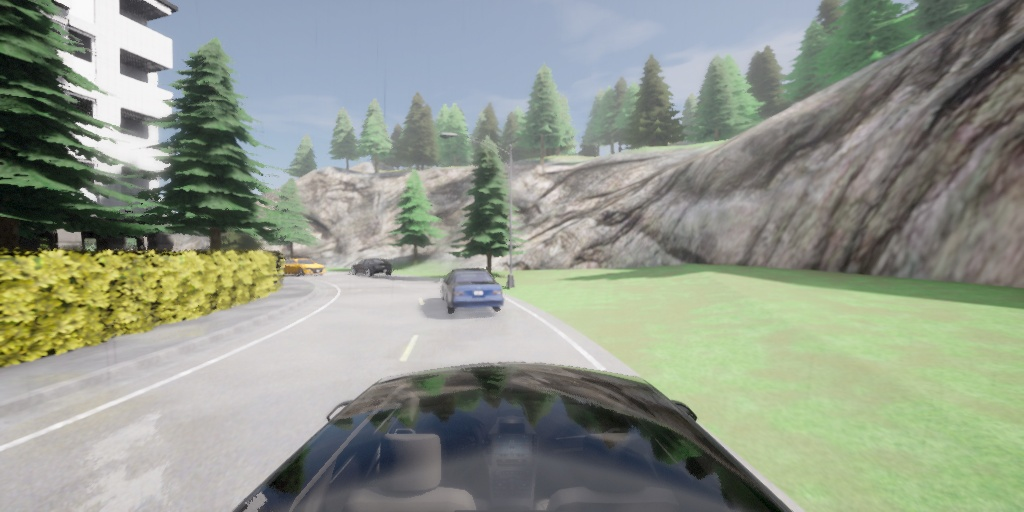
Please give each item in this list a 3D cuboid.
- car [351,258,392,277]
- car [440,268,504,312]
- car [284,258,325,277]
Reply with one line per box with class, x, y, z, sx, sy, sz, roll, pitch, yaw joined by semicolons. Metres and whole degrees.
car;-12.141;0.957;30.942;4.892;1.490;1.837;0;0;43
car;-1.641;1.166;13.505;2.033;1.411;5.357;0;1;-14
car;-18.206;0.952;30.988;5.008;1.535;1.882;0;0;31
